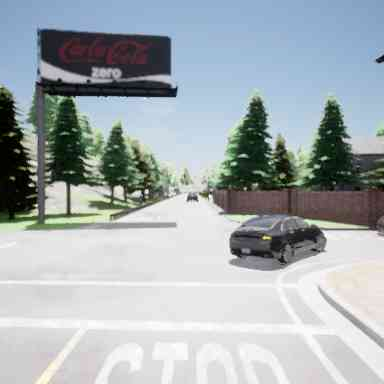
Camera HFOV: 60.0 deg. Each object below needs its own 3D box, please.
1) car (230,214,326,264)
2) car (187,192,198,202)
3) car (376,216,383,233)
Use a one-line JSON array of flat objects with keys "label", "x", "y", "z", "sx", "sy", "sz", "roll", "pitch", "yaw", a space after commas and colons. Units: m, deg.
[{"label": "car", "x": 3.286, "y": 1.589, "z": 12.313, "sx": 1.837, "sy": 1.490, "sz": 4.892, "roll": -2, "pitch": -1, "yaw": 41}, {"label": "car", "x": 0.095, "y": 0.928, "z": 64.772, "sx": 2.097, "sy": 1.767, "sz": 4.553, "roll": 0, "pitch": 0, "yaw": 0}, {"label": "car", "x": 12.114, "y": 1.415, "z": 17.184, "sx": 4.553, "sy": 1.767, "sz": 2.097, "roll": 0, "pitch": 0, "yaw": 1}]
